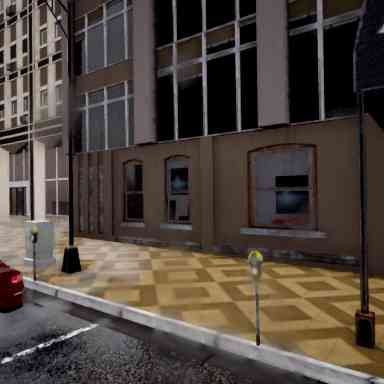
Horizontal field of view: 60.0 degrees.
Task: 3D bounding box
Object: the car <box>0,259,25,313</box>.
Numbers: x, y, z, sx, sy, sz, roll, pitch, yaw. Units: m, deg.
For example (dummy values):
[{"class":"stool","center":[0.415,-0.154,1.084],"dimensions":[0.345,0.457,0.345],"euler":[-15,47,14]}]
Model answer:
[{"class":"car","center":[-4.803,1.584,6.322],"dimensions":[4.206,1.307,1.802],"euler":[0,-1,36]}]
